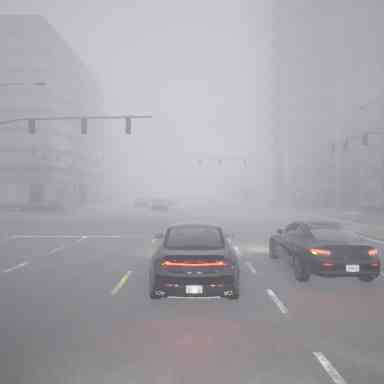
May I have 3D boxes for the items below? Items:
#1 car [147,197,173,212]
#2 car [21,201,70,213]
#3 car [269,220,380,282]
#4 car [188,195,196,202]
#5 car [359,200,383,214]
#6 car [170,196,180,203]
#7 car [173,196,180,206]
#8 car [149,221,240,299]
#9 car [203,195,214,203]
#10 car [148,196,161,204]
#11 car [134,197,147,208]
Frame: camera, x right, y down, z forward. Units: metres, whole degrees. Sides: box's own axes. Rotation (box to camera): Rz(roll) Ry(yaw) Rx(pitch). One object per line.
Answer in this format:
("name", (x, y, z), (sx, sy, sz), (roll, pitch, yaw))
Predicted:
("car", (-3.586, 1.477, 38.197), (1.882, 1.535, 5.008), (0, 0, 0))
("car", (-15.772, 1.601, 35.921), (4.718, 1.301, 1.895), (0, 0, -7))
("car", (3.567, 1.526, 9.664), (1.812, 1.442, 4.674), (0, 0, 0))
("car", (0.025, 1.364, 73.917), (2.128, 1.511, 4.902), (0, 0, 0))
("car", (20.858, 1.547, 35.520), (5.357, 1.411, 2.033), (0, 0, 1))
("car", (-3.476, 1.522, 69.363), (1.994, 1.385, 4.181), (0, 0, 0))
("car", (-3.568, 1.547, 54.355), (2.033, 1.411, 5.357), (0, 0, 0))
("car", (0.061, 1.505, 8.409), (1.837, 1.490, 4.892), (0, 0, 0))
("car", (3.567, 1.502, 71.151), (1.837, 1.490, 4.892), (0, 0, 0))
("car", (-7.037, 1.564, 62.863), (1.994, 1.385, 4.181), (0, 0, 0))
("car", (-7.081, 1.477, 47.534), (1.882, 1.535, 5.008), (0, 0, 0))
